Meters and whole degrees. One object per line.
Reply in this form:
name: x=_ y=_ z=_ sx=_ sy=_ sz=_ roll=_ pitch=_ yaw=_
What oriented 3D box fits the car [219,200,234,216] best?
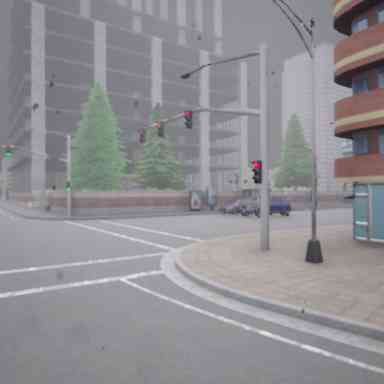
car: x=4.957 y=1.537 z=34.703 sx=4.553 sy=1.767 sz=2.097 roll=0 pitch=0 yaw=-33

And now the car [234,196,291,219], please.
car: x=7.067 y=1.384 z=31.905 sx=5.566 sy=2.045 sz=2.150 roll=0 pitch=0 yaw=-33
